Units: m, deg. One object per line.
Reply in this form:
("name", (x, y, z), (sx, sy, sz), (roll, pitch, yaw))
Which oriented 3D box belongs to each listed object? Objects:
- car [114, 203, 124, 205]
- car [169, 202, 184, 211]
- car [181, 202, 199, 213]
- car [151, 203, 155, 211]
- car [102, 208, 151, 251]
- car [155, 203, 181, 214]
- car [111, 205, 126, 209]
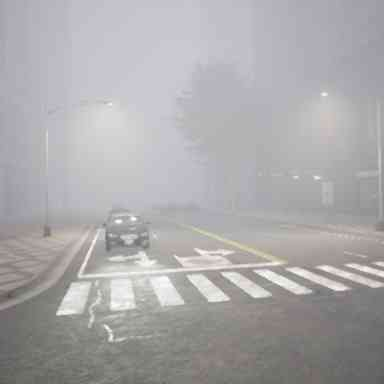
("car", (-10.264, 2.294, 46.705), (1.882, 1.535, 5.008), (-1, -1, -13))
("car", (-2.731, 2.465, 57.424), (1.895, 1.301, 4.718), (-1, -1, -13))
("car", (-0.367, 2.163, 47.419), (1.882, 1.535, 5.008), (-1, -1, -12))
("car", (-5.801, 2.492, 56.279), (1.895, 1.301, 4.718), (-1, -1, -13))
("car", (-3.096, 1.762, 15.626), (2.128, 1.511, 4.902), (-1, -1, -14))
("car", (-3.398, 2.203, 46.172), (2.128, 1.511, 4.902), (-1, -1, -12))
("car", (-5.749, 2.035, 27.048), (1.994, 1.385, 4.181), (-1, -1, -13))
